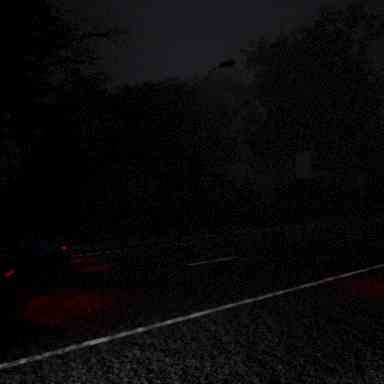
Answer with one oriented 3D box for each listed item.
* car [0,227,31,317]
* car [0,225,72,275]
[{"bbox_3d":[-5.134,1.505,4.628,4.892,1.490,1.837,0,0,-36],"label":"car"},{"bbox_3d":[-5.928,1.547,8.361,5.357,1.411,2.033,0,0,-36],"label":"car"}]
